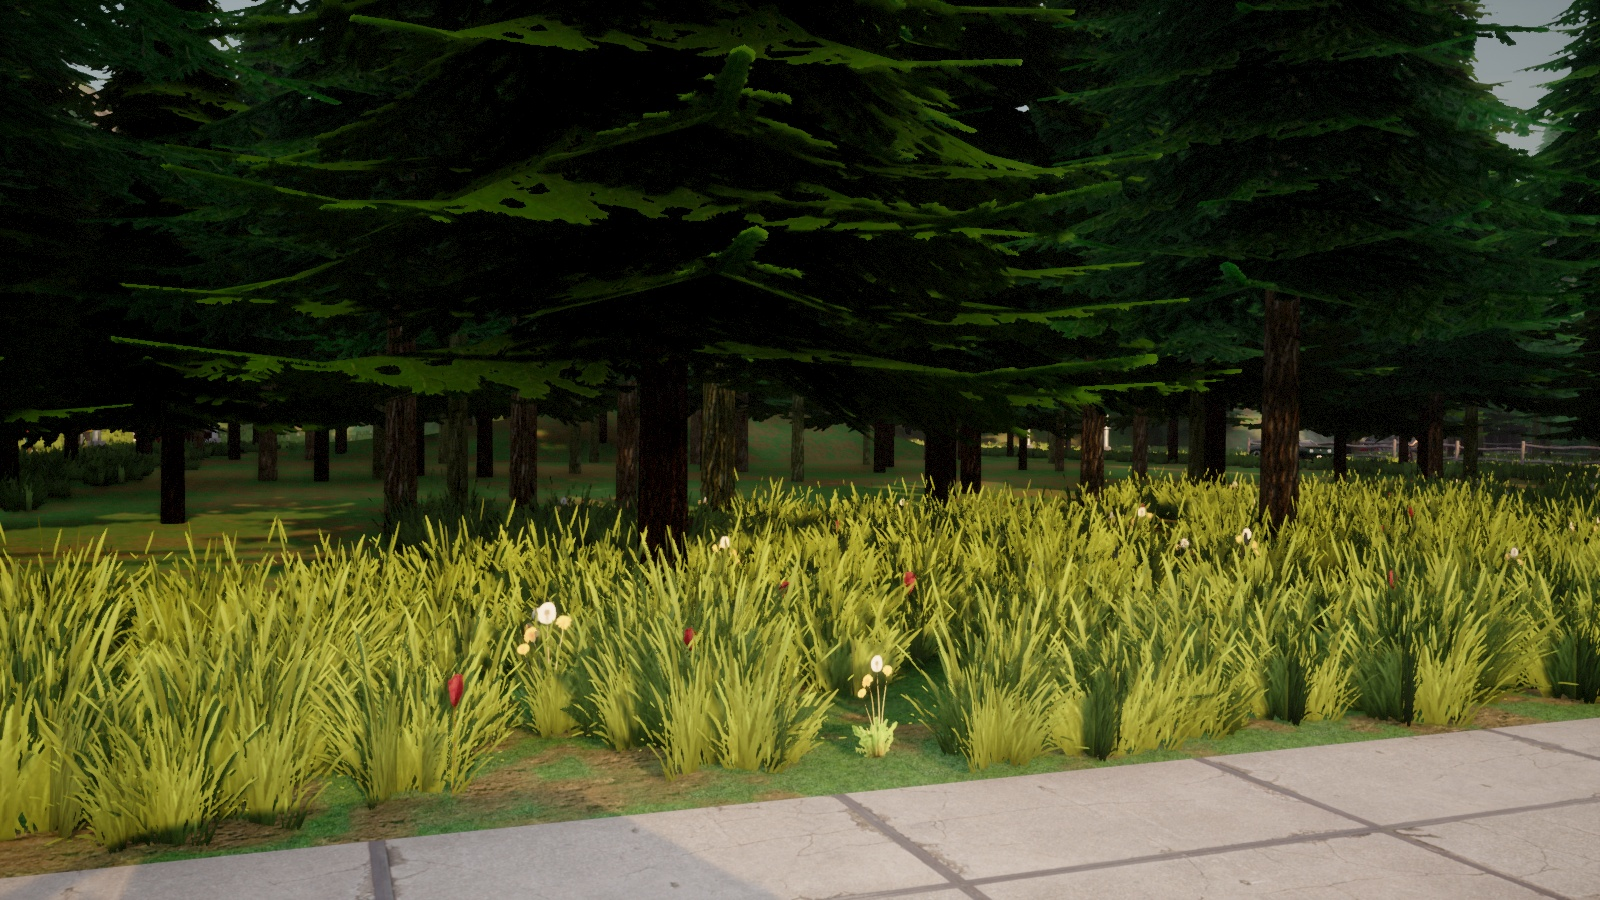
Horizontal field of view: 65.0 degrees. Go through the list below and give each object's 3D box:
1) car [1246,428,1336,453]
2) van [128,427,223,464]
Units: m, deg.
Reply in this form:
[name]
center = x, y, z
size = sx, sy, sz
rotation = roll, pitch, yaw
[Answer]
[car]
center = 26.716, -0.531, 68.480
size = 1.895, 1.301, 4.718
rotation = -1, 1, -20
[van]
center = -36.106, -0.297, 72.659
size = 2.069, 2.038, 4.480
rotation = 0, 1, 31
